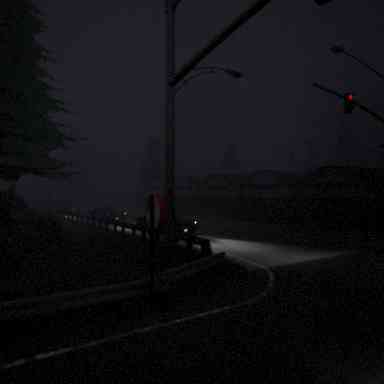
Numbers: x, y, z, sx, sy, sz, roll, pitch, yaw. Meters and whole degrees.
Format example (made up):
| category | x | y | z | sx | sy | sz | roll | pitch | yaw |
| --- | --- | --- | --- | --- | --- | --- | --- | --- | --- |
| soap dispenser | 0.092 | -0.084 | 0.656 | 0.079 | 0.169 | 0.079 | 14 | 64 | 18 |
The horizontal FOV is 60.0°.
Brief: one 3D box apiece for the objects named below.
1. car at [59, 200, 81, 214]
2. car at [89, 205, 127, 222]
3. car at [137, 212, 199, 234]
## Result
| category | x | y | z | sx | sy | sz | roll | pitch | yaw |
| --- | --- | --- | --- | --- | --- | --- | --- | --- | --- |
| car | -14.517 | 1.735 | 39.403 | 2.128 | 1.511 | 4.902 | 0 | 0 | -30 |
| car | -7.299 | 1.846 | 28.703 | 1.895 | 1.301 | 4.718 | 0 | 0 | -35 |
| car | -1.600 | 1.845 | 20.542 | 1.895 | 1.301 | 4.718 | 0 | 0 | -35 |
